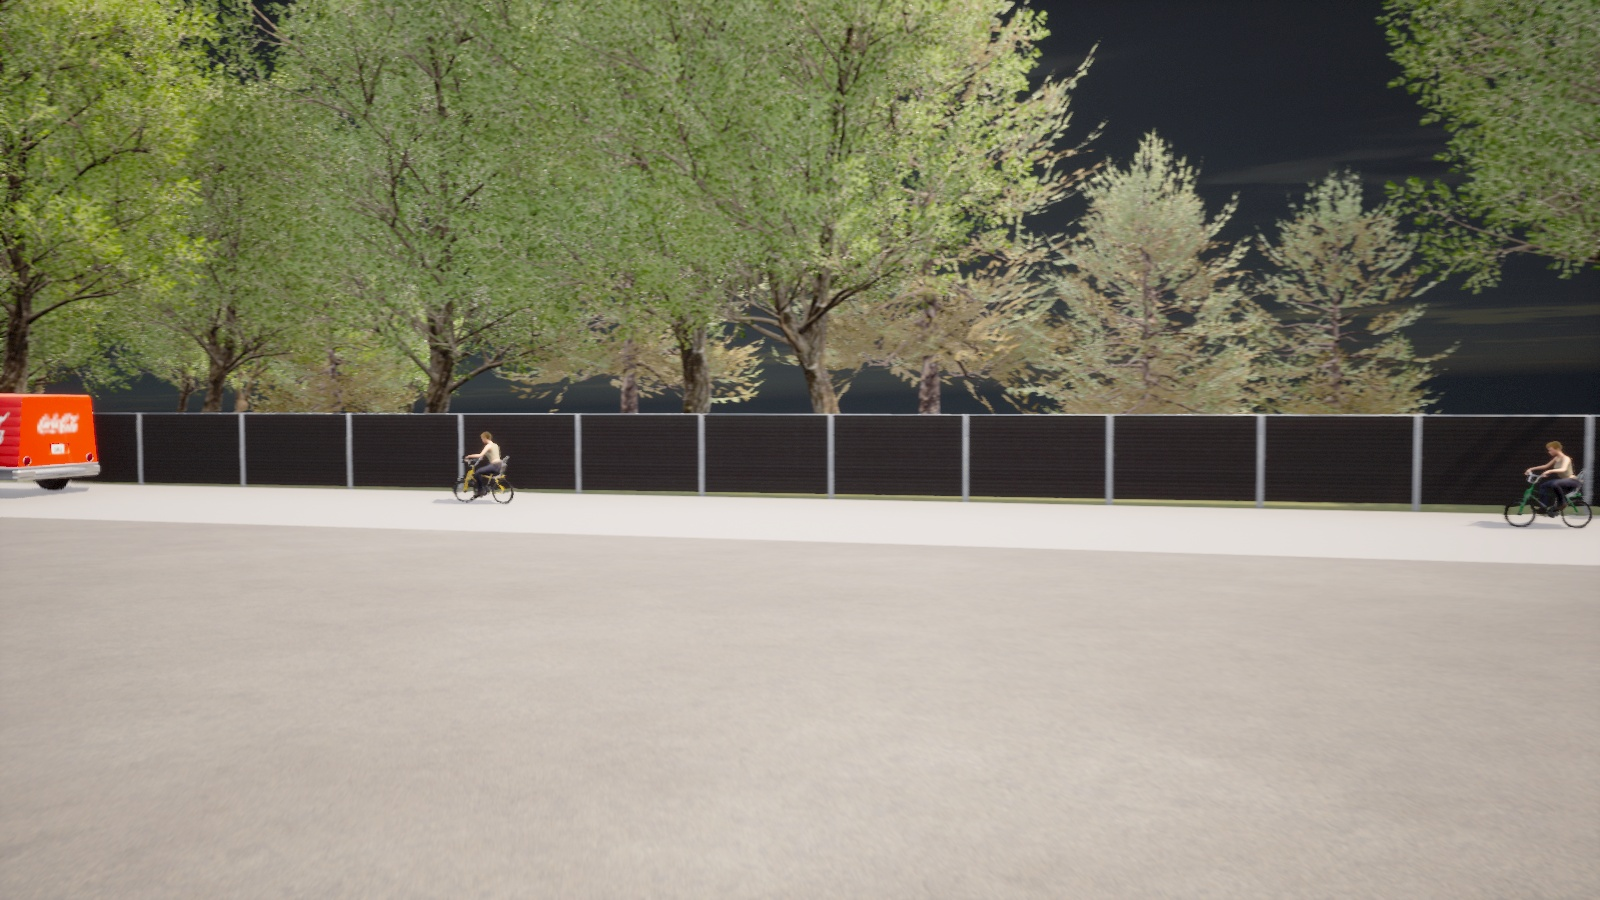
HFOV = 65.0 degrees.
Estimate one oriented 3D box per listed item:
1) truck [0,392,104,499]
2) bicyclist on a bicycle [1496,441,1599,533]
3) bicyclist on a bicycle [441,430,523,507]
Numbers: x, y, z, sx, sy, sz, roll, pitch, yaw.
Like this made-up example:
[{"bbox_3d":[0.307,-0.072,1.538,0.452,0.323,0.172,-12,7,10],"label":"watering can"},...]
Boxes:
[{"bbox_3d":[-20.455,-0.192,31.144,5.204,2.467,2.627,1,3,15],"label":"truck"},{"bbox_3d":[13.716,0.663,22.954,1.509,1.612,0.866,0,3,10],"label":"bicyclist on a bicycle"},{"bbox_3d":[-7.052,0.392,27.875,1.509,1.612,0.866,1,3,17],"label":"bicyclist on a bicycle"}]
